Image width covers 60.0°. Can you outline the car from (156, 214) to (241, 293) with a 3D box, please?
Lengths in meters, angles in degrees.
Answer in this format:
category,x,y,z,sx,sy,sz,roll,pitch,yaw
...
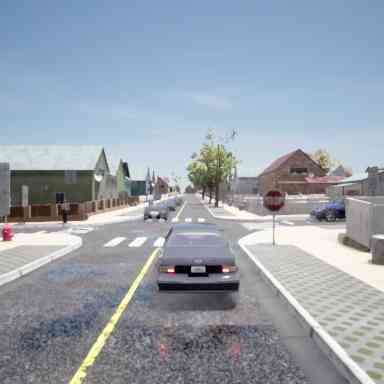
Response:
category,x,y,z,sx,sy,sz,roll,pitch,yaw
car,0.080,1.550,8.972,2.033,1.411,5.357,0,0,-1

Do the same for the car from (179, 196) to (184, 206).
category,x,y,z,sx,sy,sz,roll,pitch,yaw
car,-2.787,1.560,52.761,1.994,1.385,4.181,0,0,1

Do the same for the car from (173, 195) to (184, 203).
category,x,y,z,sx,sy,sz,roll,pitch,yaw
car,-2.703,1.485,68.827,2.128,1.511,4.902,0,0,0

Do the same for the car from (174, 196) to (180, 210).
category,x,y,z,sx,sy,sz,roll,pitch,yaw
car,-2.815,1.547,39.300,2.033,1.411,5.357,0,0,0

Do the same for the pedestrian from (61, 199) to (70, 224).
category,x,y,z,sx,sy,sz,roll,pitch,yaw
pedestrian,-9.673,1.461,25.301,0.375,1.860,0.375,0,0,0

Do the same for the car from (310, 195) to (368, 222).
category,x,y,z,sx,sy,sz,roll,pitch,yaw
car,10.406,1.067,22.568,4.553,1.767,2.097,-2,-1,2

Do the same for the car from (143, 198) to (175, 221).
category,x,y,z,sx,sy,sz,roll,pitch,yaw
car,-2.830,1.500,27.225,2.128,1.511,4.902,0,0,0
